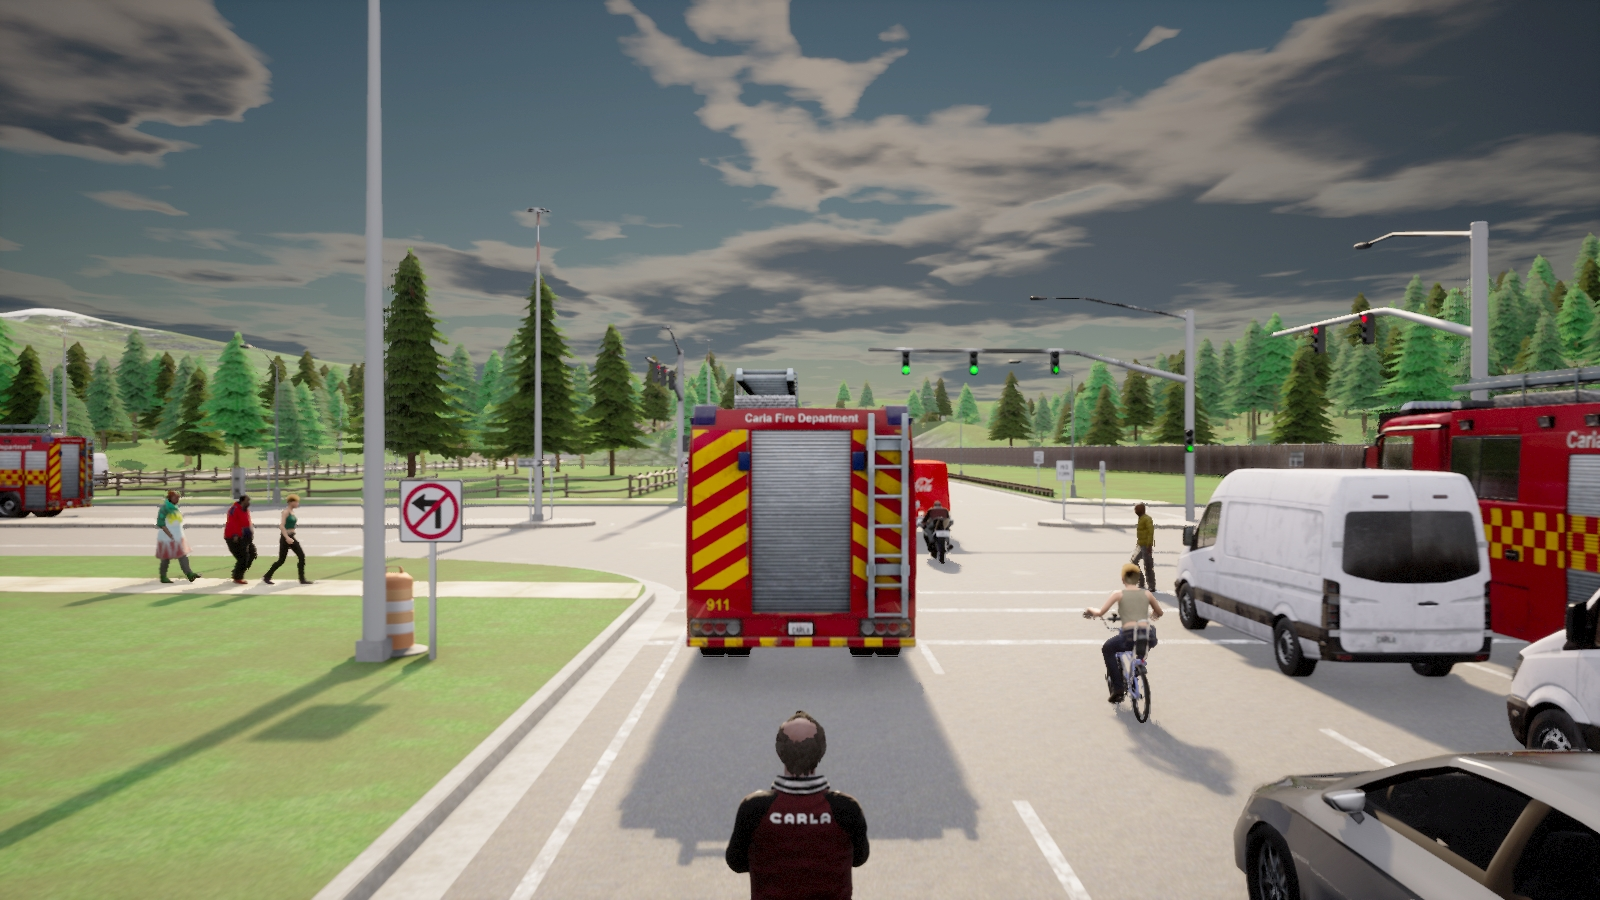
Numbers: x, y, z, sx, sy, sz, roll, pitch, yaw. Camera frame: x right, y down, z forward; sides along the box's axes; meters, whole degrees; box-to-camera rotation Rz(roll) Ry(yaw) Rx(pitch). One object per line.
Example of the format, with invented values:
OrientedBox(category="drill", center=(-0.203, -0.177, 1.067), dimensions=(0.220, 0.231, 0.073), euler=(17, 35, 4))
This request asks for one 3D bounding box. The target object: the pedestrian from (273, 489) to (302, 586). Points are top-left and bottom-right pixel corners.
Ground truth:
OrientedBox(category="pedestrian", center=(-9.955, 1.694, 22.214), dimensions=(0.375, 1.860, 0.375), euler=(0, 0, 5))

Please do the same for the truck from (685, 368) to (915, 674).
OrientedBox(category="truck", center=(0.002, 0.888, 18.546), dimensions=(2.891, 3.827, 8.468), euler=(0, 0, 0))

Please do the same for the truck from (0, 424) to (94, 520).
OrientedBox(category="truck", center=(-34.159, 0.885, 47.019), dimensions=(8.468, 3.827, 2.891), euler=(0, 0, 1))

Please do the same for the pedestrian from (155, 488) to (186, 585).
OrientedBox(category="pedestrian", center=(-12.388, 1.695, 22.487), dimensions=(0.375, 1.860, 0.375), euler=(0, 0, 7))

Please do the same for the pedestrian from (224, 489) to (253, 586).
OrientedBox(category="pedestrian", center=(-10.963, 1.694, 22.308), dimensions=(0.375, 1.860, 0.375), euler=(0, 0, 4))

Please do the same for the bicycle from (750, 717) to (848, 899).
OrientedBox(category="bicycle", center=(-0.003, 2.060, 4.735), dimensions=(0.329, 1.471, 1.835), euler=(0, 0, 0))

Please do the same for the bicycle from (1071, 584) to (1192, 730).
OrientedBox(category="bicycle", center=(3.491, 2.156, 12.166), dimensions=(0.859, 1.277, 1.487), euler=(0, 0, 0))

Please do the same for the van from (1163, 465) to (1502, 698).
OrientedBox(category="van", center=(7.002, 1.533, 15.969), dimensions=(1.988, 2.561, 5.915), euler=(0, 0, 0))

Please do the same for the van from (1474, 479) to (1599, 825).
OrientedBox(category="van", center=(6.999, 1.533, 7.214), dimensions=(1.988, 2.561, 5.915), euler=(0, 0, 0))

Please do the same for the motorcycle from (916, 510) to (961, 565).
OrientedBox(category="motorcycle", center=(3.511, 2.202, 29.143), dimensions=(0.867, 1.251, 2.209), euler=(0, 0, 0))

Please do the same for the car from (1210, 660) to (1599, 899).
OrientedBox(category="car", center=(3.504, 2.065, 5.142), dimensions=(1.816, 1.474, 4.193), euler=(0, 0, 0))

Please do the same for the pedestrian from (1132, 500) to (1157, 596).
OrientedBox(category="pedestrian", center=(6.775, 1.918, 22.473), dimensions=(0.375, 1.860, 0.375), euler=(0, 0, 2))

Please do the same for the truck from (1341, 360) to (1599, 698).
OrientedBox(category="truck", center=(10.501, 0.889, 14.883), dimensions=(2.891, 3.827, 8.468), euler=(0, 0, 0))

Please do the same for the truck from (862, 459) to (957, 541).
OrientedBox(category="truck", center=(3.514, 1.563, 37.763), dimensions=(2.627, 2.467, 5.204), euler=(0, 0, 0))
